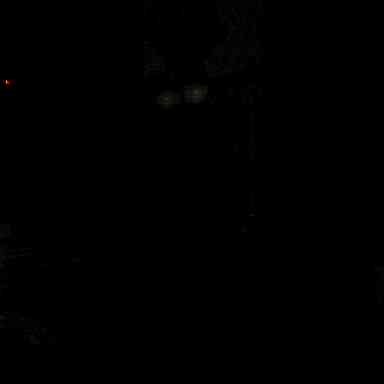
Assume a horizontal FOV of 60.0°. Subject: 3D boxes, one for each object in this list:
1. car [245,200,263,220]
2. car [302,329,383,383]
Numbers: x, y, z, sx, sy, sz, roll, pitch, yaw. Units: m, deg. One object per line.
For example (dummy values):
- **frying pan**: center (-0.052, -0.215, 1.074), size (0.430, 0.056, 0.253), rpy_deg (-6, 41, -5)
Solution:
- **car**: center (5.768, 1.398, 25.621), size (1.837, 1.490, 4.892), rpy_deg (0, 0, 35)
- **car**: center (2.743, 1.314, 0.849), size (5.009, 1.841, 2.192), rpy_deg (0, 0, 36)
